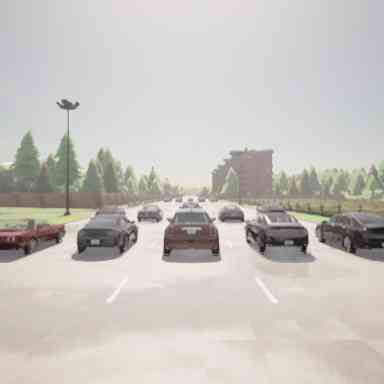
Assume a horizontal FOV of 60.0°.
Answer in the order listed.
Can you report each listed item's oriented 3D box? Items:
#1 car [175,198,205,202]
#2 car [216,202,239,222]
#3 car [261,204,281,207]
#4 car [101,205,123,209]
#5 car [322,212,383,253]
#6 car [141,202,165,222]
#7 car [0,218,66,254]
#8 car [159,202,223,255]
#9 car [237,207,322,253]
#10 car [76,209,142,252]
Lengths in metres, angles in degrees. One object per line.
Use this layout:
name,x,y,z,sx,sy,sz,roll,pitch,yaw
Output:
car,-0.099,1.634,29.101,2.097,1.767,4.553,0,-1,0
car,3.400,1.851,29.340,1.994,1.385,4.181,0,-1,0
car,6.901,1.794,29.363,1.837,1.490,4.892,0,0,0
car,-7.100,1.850,29.283,1.994,1.385,4.181,0,-1,0
car,6.974,1.648,14.362,1.837,1.490,4.892,0,0,0
car,-3.601,1.830,28.989,2.033,1.411,5.357,0,-1,0
car,-7.027,1.739,14.089,1.895,1.301,4.718,0,-1,0
car,-0.026,1.488,14.105,2.097,1.767,4.553,0,-1,0
car,3.474,1.633,14.337,2.128,1.511,4.902,0,0,0
car,-3.525,1.667,14.384,1.812,1.442,4.674,0,0,0
